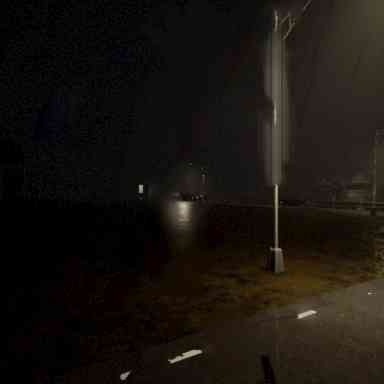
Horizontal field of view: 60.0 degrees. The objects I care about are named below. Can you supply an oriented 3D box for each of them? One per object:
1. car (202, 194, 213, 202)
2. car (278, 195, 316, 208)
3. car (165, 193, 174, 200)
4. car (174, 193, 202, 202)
[{"bbox_3d":[2.043,1.098,62.709,1.837,1.490,4.892,2,-1,-35],"label":"car"},{"bbox_3d":[12.856,1.192,41.232,1.882,1.535,5.008,2,0,-35],"label":"car"},{"bbox_3d":[-3.999,0.954,71.235,1.895,1.301,4.718,2,-1,-35],"label":"car"},{"bbox_3d":[-0.809,1.000,60.607,1.837,1.490,4.892,2,-1,-35],"label":"car"}]
